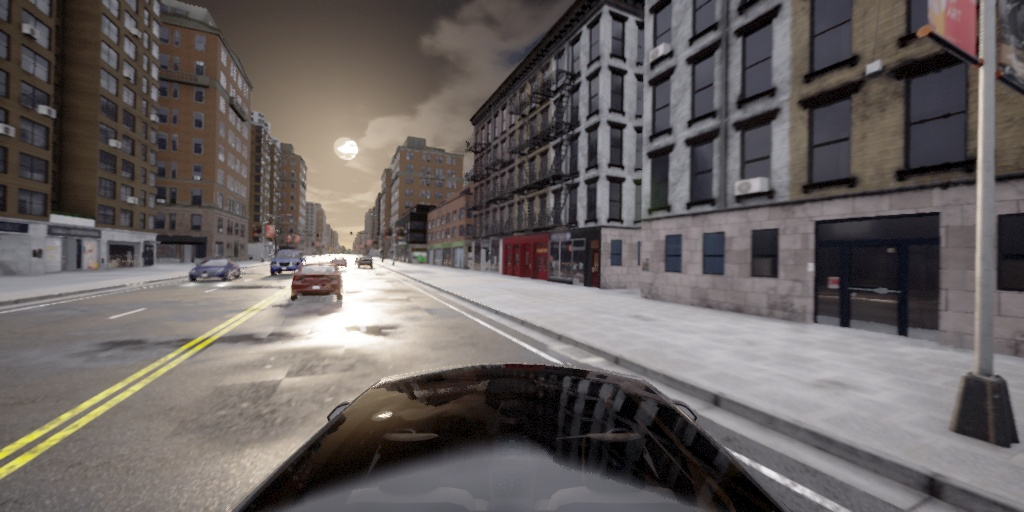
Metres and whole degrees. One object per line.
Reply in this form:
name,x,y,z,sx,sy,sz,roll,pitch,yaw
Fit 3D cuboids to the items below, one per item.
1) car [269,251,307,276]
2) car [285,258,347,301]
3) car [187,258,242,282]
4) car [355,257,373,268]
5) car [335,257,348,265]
car,-19.021,0.578,30.690,2.150,2.045,5.566,1,0,-24
car,-8.662,1.049,16.242,1.882,1.535,5.008,1,0,-25
car,-19.390,0.876,23.639,1.812,1.442,4.674,1,0,-24
car,-20.147,0.835,49.286,1.837,1.490,4.892,1,0,-25
car,-23.679,0.822,49.194,1.994,1.385,4.181,1,0,-24
